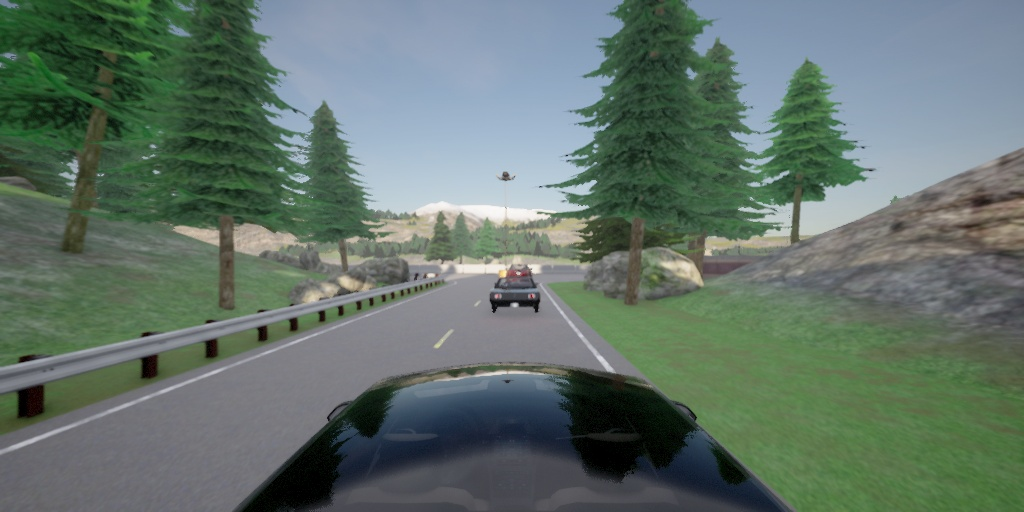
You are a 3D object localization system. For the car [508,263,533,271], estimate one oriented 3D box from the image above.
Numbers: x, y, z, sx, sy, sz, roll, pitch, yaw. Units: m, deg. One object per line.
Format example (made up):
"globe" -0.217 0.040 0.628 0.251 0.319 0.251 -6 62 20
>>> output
"car" 0.702 1.408 30.207 2.097 1.767 4.553 0 -1 5

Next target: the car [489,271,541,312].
"car" 0.171 1.494 15.065 1.895 1.301 4.718 0 -1 2
